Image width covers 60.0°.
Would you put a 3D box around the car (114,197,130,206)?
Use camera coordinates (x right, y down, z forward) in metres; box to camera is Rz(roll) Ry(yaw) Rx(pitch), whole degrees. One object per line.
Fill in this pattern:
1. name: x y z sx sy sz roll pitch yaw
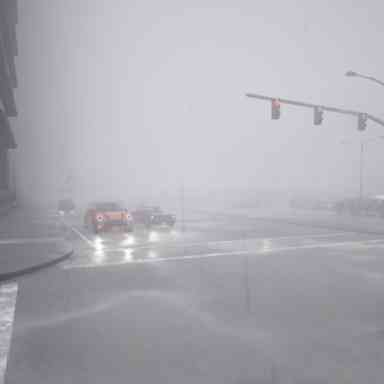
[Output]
1. car: -12.492 1.722 59.222 1.812 1.442 4.674 1 0 -26

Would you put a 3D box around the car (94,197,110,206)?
1. car: -15.640 1.667 57.694 1.837 1.490 4.892 1 0 -26

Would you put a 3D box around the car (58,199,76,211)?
1. car: -15.951 1.619 42.139 2.033 1.411 5.357 1 0 -26

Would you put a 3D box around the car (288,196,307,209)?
1. car: 16.491 1.580 49.412 4.605 1.855 1.932 1 0 -26

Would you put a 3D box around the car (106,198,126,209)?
1. car: -11.213 1.624 48.687 1.882 1.535 5.008 1 0 -25

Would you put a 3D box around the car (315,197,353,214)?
1. car: 18.935 1.813 44.397 3.806 1.475 1.970 1 0 -26

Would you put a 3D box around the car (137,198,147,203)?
1. car: -8.133 1.706 50.362 1.812 1.442 4.674 1 0 -25

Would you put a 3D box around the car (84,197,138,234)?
1. car: -4.957 1.384 19.460 2.097 1.767 4.553 1 -1 -26

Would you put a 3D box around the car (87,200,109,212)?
1. car: -11.833 1.702 41.651 1.895 1.301 4.718 1 0 -26

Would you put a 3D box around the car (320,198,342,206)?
1. car: 26.503 1.950 63.547 3.905 1.438 1.784 1 0 -26

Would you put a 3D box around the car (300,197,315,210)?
1. car: 17.690 1.786 47.010 3.905 1.438 1.784 1 0 -26

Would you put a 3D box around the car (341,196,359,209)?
1. car: 27.694 1.734 60.906 4.605 1.855 1.932 1 0 -26

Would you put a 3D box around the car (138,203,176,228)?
1. car: -2.762 1.668 22.936 1.895 1.301 4.718 1 0 -26
